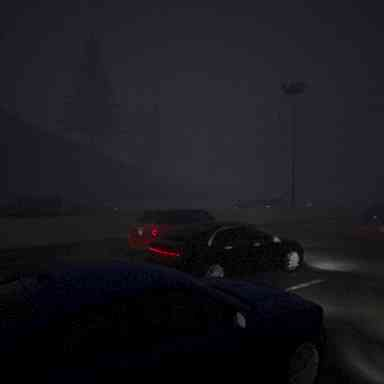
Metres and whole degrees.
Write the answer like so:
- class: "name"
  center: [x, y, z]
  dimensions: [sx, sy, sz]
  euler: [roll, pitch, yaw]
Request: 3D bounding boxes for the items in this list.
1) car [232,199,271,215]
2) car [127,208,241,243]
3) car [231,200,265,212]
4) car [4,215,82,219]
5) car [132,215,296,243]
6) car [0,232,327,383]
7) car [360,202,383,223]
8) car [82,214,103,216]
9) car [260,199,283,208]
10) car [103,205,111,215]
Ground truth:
- class: "car"
  center: [6.730, 1.628, 37.168]
  dimensions: [4.892, 1.490, 1.837]
  euler: [0, 0, -44]
- class: "car"
  center: [-0.064, 1.391, 12.593]
  dimensions: [4.553, 1.767, 2.097]
  euler: [0, 0, -37]
- class: "car"
  center: [7.174, 1.741, 42.498]
  dimensions: [1.895, 1.301, 4.718]
  euler: [0, 0, 45]
- class: "car"
  center: [-9.395, 1.593, 18.880]
  dimensions: [5.357, 1.411, 2.033]
  euler: [0, 0, -37]
- class: "car"
  center: [1.076, 1.534, 9.055]
  dimensions: [4.892, 1.490, 1.837]
  euler: [0, 0, -37]
- class: "car"
  center: [-0.624, 1.488, 3.408]
  dimensions: [5.008, 1.535, 1.882]
  euler: [0, 0, -36]
- class: "car"
  center: [14.794, 1.589, 25.278]
  dimensions: [4.902, 1.511, 2.128]
  euler: [0, 0, -43]
- class: "car"
  center: [-10.218, 1.562, 27.099]
  dimensions: [4.902, 1.511, 2.128]
  euler: [0, 0, -38]
- class: "car"
  center: [7.804, 1.466, 33.379]
  dimensions: [4.553, 1.767, 2.097]
  euler: [0, 0, -44]
- class: "car"
  center: [-9.877, 1.632, 31.796]
  dimensions: [5.357, 1.411, 2.033]
  euler: [0, 0, -39]
